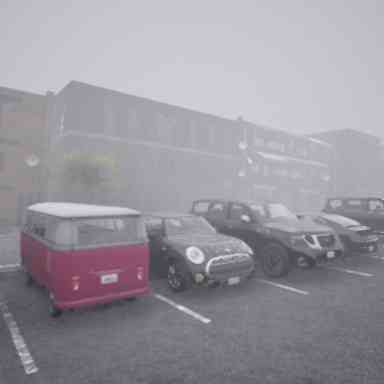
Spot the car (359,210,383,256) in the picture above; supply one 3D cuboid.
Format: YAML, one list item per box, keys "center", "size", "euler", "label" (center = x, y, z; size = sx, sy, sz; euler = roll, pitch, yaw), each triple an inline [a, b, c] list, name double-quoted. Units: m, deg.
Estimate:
- center: [4.216, 1.505, 12.383]
  size: [2.231, 1.521, 4.892]
  euler: [0, 0, -35]
  label: "car"

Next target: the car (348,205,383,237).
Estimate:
- center: [11.058, 1.554, 17.265]
  size: [2.231, 1.521, 4.892]
  euler: [1, 0, -35]
  label: "car"

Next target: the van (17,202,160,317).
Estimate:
- center: [-2.705, 1.258, 7.604]
  size: [1.878, 1.987, 4.442]
  euler: [0, 0, -35]
  label: "van"

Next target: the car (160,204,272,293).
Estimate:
- center: [-0.372, 1.363, 9.162]
  size: [2.185, 1.767, 4.553]
  euler: [0, 0, -35]
  label: "car"

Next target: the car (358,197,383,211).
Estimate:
- center: [8.796, 1.282, 15.615]
  size: [2.435, 2.045, 5.566]
  euler: [0, 0, -35]
  label: "car"

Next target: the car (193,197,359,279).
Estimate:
- center: [1.944, 1.245, 10.739]
  size: [2.435, 2.045, 5.566]
  euler: [0, 0, -35]
  label: "car"
